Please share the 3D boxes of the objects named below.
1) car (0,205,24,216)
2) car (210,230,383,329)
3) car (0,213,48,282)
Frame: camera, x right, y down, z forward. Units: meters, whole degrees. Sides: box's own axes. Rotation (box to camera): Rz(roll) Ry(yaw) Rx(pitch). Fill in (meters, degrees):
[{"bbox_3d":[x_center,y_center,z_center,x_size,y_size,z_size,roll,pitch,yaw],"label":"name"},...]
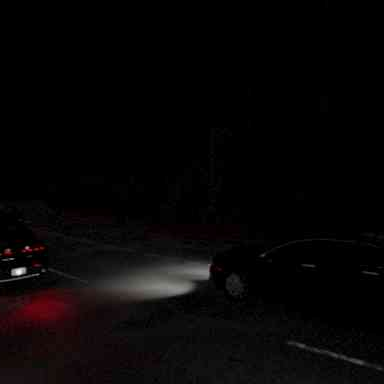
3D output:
[{"bbox_3d":[-11.628,1.527,20.385,1.812,1.442,4.674,0,0,-40],"label":"car"},{"bbox_3d":[2.629,1.523,6.596,4.892,1.490,1.837,0,0,37],"label":"car"},{"bbox_3d":[-5.627,1.505,8.954,4.892,1.490,1.837,0,0,42],"label":"car"}]
